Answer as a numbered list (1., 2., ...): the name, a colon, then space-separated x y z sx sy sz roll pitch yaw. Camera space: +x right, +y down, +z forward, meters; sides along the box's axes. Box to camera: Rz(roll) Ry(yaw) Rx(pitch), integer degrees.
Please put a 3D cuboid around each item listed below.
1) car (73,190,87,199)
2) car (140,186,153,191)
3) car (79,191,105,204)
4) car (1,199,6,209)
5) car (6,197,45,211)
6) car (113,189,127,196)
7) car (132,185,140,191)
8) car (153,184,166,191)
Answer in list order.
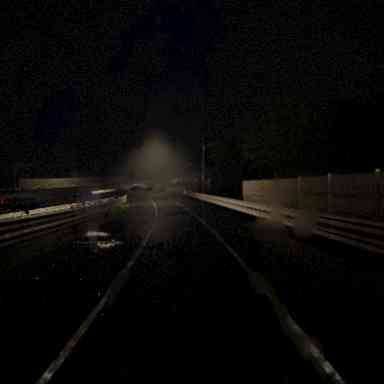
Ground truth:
1. car: -20.858 0.336 63.892 2.097 1.767 4.553 1 3 10
2. car: -12.007 -1.056 93.261 2.128 1.511 4.902 1 3 10
3. car: -15.617 1.021 53.342 1.882 1.535 5.008 1 3 10
4. car: -24.037 1.412 45.852 1.837 1.490 4.892 1 3 10
5. car: -21.010 1.400 42.849 2.097 1.767 4.553 1 3 10
6. car: -15.712 0.013 72.796 1.837 1.490 4.892 1 3 10
7. car: -15.458 -1.112 93.847 1.837 1.490 4.892 1 3 10
8. car: -8.557 -1.026 92.673 1.812 1.442 4.674 1 3 10
